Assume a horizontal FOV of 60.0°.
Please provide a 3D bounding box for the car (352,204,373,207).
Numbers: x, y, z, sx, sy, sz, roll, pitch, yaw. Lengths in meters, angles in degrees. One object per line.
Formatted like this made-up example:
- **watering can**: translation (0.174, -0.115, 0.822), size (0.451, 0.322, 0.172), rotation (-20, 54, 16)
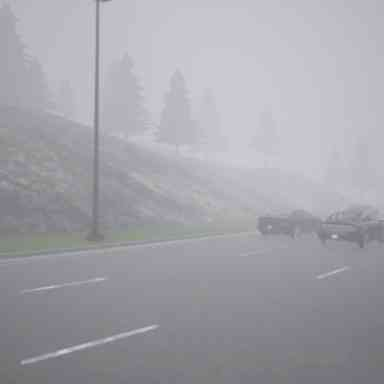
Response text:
- **car**: translation (15.101, 1.820, 29.389), size (1.837, 1.490, 4.892), rotation (0, 0, 41)

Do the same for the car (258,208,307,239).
- **car**: translation (5.615, 1.643, 18.562), size (1.882, 1.535, 5.008), rotation (0, 0, 43)

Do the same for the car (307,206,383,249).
- **car**: translation (7.585, 1.655, 15.546), size (2.128, 1.511, 4.902), rotation (0, 0, 44)
